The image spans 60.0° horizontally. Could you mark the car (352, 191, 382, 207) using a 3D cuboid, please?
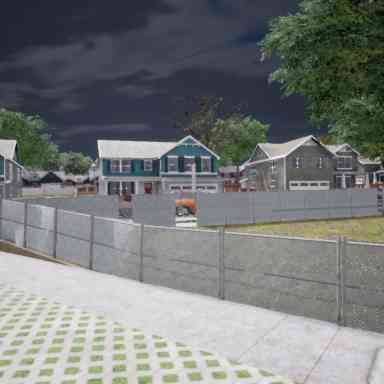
[{"bbox_3d":[14.299,0.500,28.606,4.892,1.490,1.837,-2,0,-16],"label":"car"}]

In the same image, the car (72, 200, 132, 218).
[{"bbox_3d":[-5.932,1.103,22.298,4.181,1.385,1.994,-1,0,-20],"label":"car"}]

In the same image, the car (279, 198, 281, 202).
[{"bbox_3d":[4.600,0.803,25.760,5.357,1.411,2.033,-2,0,-17],"label":"car"}]

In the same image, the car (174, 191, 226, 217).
[{"bbox_3d":[0.688,0.691,21.430,4.553,1.767,2.097,-2,0,-18],"label":"car"}]
